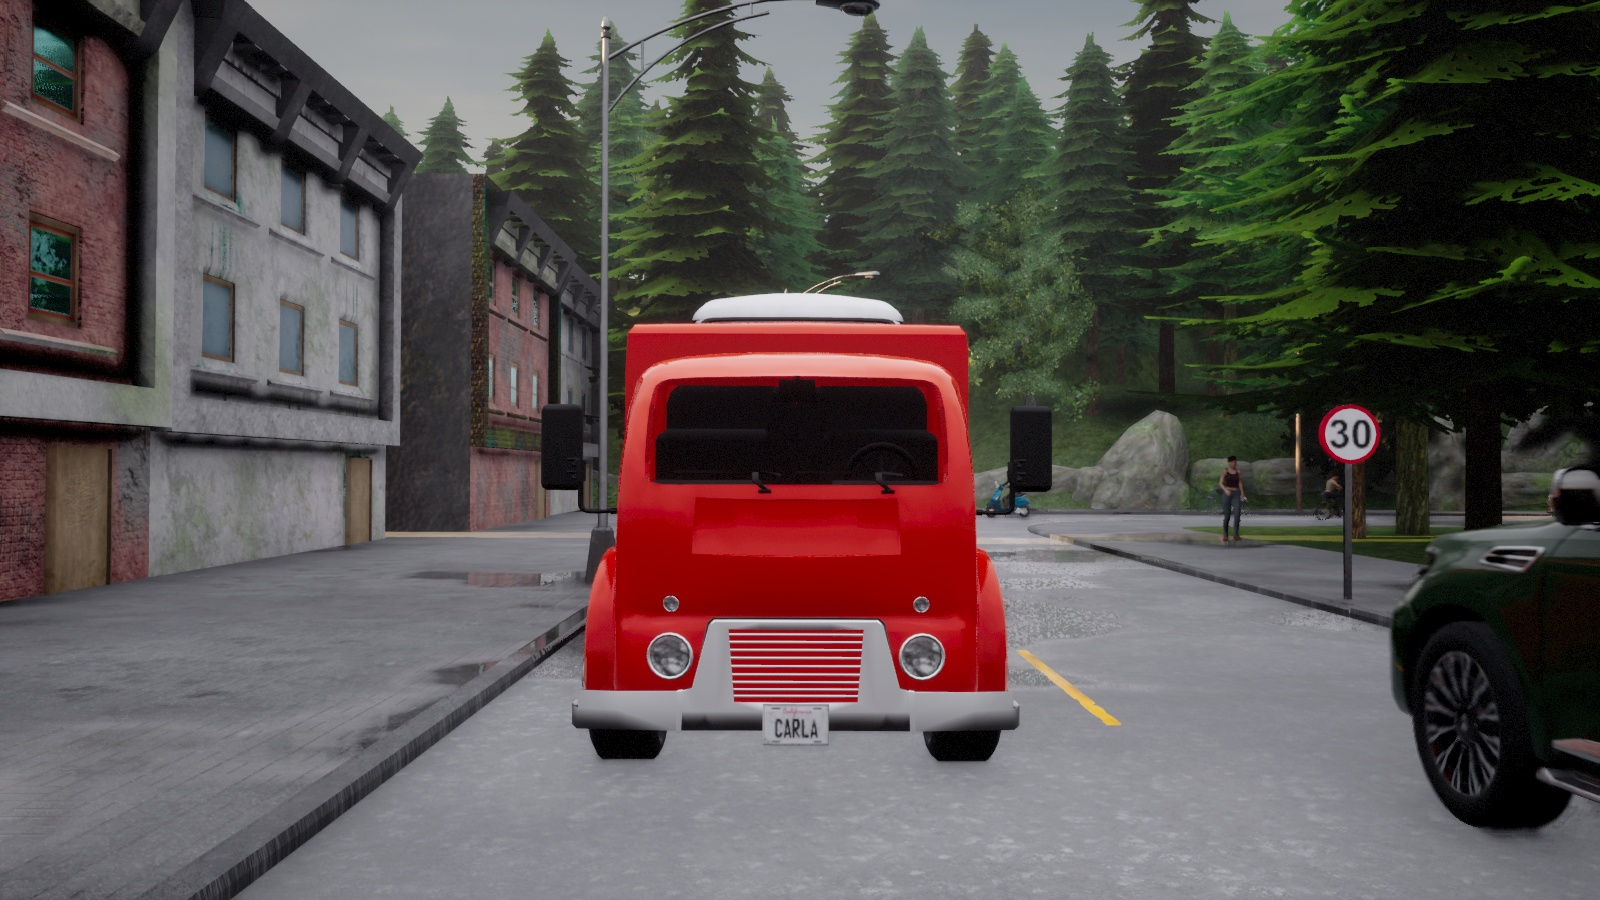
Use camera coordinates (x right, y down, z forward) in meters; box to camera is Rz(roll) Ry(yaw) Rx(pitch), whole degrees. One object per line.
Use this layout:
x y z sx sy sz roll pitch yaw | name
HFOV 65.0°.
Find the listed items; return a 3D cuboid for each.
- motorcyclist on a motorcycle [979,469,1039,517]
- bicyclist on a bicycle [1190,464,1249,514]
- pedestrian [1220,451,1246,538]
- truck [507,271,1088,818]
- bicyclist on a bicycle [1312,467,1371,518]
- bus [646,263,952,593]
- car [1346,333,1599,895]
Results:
7.140 1.462 42.982 1.817 1.590 0.866 0 -1 -21 | motorcyclist on a motorcycle
14.799 1.368 44.281 1.843 1.776 0.659 0 -1 -1 | bicyclist on a bicycle
9.206 0.935 26.699 0.345 1.836 0.594 0 -1 2 | pedestrian
-0.024 0.467 8.306 2.627 2.467 5.204 0 -1 0 | truck
17.348 1.356 40.274 1.509 1.612 0.866 0 -1 -1 | bicyclist on a bicycle
-0.092 -0.203 21.375 3.944 4.253 10.273 0 -1 -1 | bus
3.989 0.583 3.882 2.150 2.045 5.566 0 -1 0 | car
